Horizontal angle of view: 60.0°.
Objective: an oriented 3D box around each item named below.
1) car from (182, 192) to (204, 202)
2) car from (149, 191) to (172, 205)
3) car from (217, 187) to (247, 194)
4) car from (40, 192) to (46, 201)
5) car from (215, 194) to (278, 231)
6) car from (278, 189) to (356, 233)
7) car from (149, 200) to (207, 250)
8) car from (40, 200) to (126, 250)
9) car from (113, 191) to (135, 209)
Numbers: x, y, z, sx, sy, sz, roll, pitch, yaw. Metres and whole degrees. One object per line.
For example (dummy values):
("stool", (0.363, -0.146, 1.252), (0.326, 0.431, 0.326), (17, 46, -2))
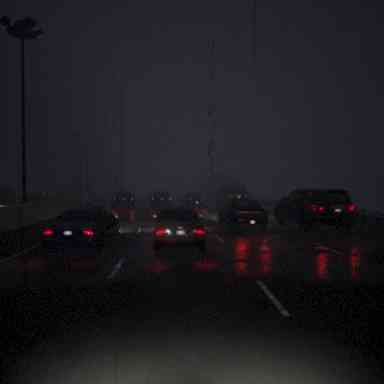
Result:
("car", (0.077, 0.774, 34.745), (1.812, 1.442, 4.674), (0, 1, -11))
("car", (-3.178, 0.637, 33.083), (2.097, 1.767, 4.553), (0, 1, -10))
("car", (3.914, 0.499, 33.328), (2.150, 2.045, 5.566), (0, 1, -10))
("car", (-19.871, 0.640, 42.821), (1.994, 1.385, 4.181), (0, 1, -15))
("car", (2.557, 1.106, 17.719), (2.128, 1.511, 4.902), (0, 1, -5))
("car", (6.133, 0.846, 17.216), (2.150, 2.045, 5.566), (0, 1, -5))
("car", (-0.533, 1.266, 12.936), (2.033, 1.411, 5.357), (0, 1, -4))
("car", (-4.032, 1.269, 12.814), (2.033, 1.411, 5.357), (0, 1, -4))
("car", (-6.659, 0.646, 32.661), (2.097, 1.767, 4.553), (0, 1, -10))
